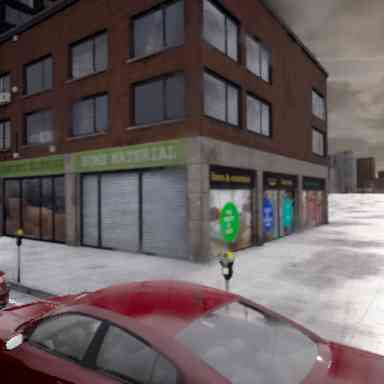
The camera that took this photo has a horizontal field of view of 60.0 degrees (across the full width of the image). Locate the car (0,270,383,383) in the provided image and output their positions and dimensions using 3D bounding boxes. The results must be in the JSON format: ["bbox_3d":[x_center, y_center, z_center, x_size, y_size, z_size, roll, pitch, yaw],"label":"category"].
[{"bbox_3d":[-0.549,1.568,3.201,4.507,1.381,1.887,-1,0,35],"label":"car"}]
